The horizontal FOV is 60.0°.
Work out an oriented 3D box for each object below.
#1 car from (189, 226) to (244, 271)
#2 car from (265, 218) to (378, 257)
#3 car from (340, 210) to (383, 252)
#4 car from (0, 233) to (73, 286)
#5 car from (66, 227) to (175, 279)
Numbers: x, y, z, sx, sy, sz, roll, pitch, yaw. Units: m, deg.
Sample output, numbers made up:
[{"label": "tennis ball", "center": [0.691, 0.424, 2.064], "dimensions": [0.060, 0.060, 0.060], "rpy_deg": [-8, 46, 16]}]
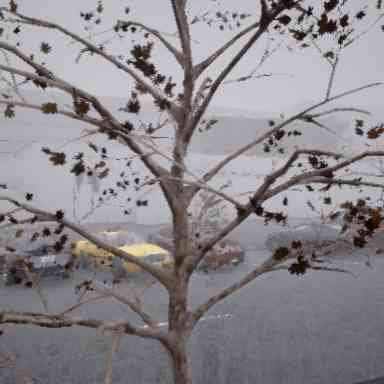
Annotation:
[{"label": "car", "center": [-0.034, 2.150, 13.581], "dimensions": [2.163, 1.488, 4.792], "rpy_deg": [1, -4, -38]}, {"label": "car", "center": [5.606, 2.107, 15.499], "dimensions": [2.002, 1.452, 4.674], "rpy_deg": [1, -4, -39]}, {"label": "car", "center": [8.404, 1.787, 16.489], "dimensions": [2.435, 2.045, 5.566], "rpy_deg": [1, -4, -39]}, {"label": "car", "center": [-5.736, 2.190, 11.724], "dimensions": [2.163, 1.488, 4.792], "rpy_deg": [1, -4, -39]}, {"label": "car", "center": [-2.764, 2.127, 12.514], "dimensions": [1.946, 1.575, 5.366], "rpy_deg": [1, -4, -39]}]
